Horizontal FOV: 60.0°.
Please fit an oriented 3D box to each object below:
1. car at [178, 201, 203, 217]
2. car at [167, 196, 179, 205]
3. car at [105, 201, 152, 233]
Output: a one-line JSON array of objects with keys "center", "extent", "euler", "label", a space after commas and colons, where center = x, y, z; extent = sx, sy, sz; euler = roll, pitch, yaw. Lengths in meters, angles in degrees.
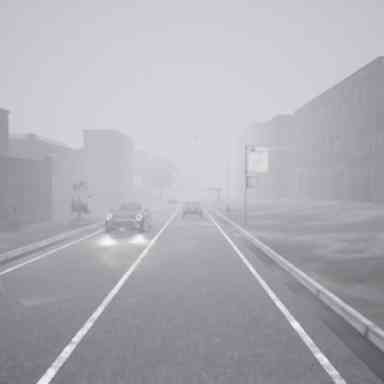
[{"center": [0.041, 1.530, 30.814], "extent": [2.033, 1.411, 5.357], "euler": [0, 0, 0], "label": "car"}, {"center": [-3.461, 1.530, 60.408], "extent": [1.882, 1.535, 5.008], "euler": [0, 0, 1], "label": "car"}, {"center": [-3.575, 1.332, 19.404], "extent": [2.097, 1.767, 4.553], "euler": [0, 0, 0], "label": "car"}]
